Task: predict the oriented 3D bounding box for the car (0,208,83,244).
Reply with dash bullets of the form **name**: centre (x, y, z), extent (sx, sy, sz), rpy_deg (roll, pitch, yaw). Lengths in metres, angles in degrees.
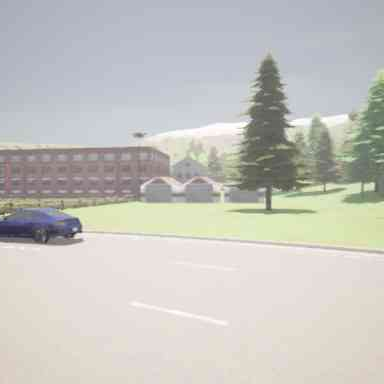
- **car**: centre (-7.142, 1.439, 14.931), extent (4.674, 1.442, 1.812), rpy_deg (0, 0, 20)
